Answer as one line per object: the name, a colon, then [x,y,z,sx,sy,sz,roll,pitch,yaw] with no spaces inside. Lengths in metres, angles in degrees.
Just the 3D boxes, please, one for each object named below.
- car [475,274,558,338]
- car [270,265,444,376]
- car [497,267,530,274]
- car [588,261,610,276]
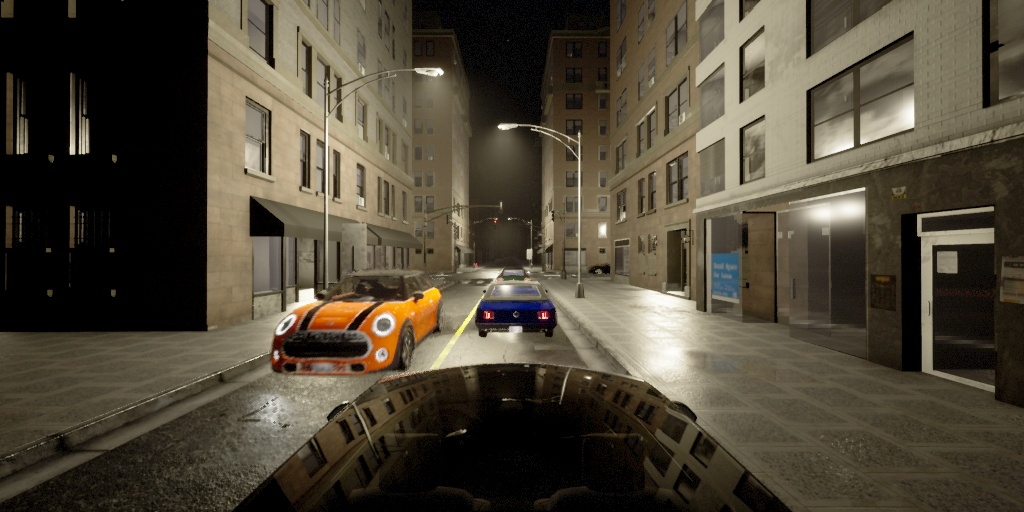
car: [0.096,1.352,10.226,1.895,1.301,4.718,0,0,0]
car: [-2.855,1.102,7.660,2.097,1.767,4.553,0,0,0]
car: [0.086,1.321,20.115,1.994,1.385,4.181,0,0,0]
car: [10.493,1.255,37.534,5.008,1.535,1.882,0,0,1]
